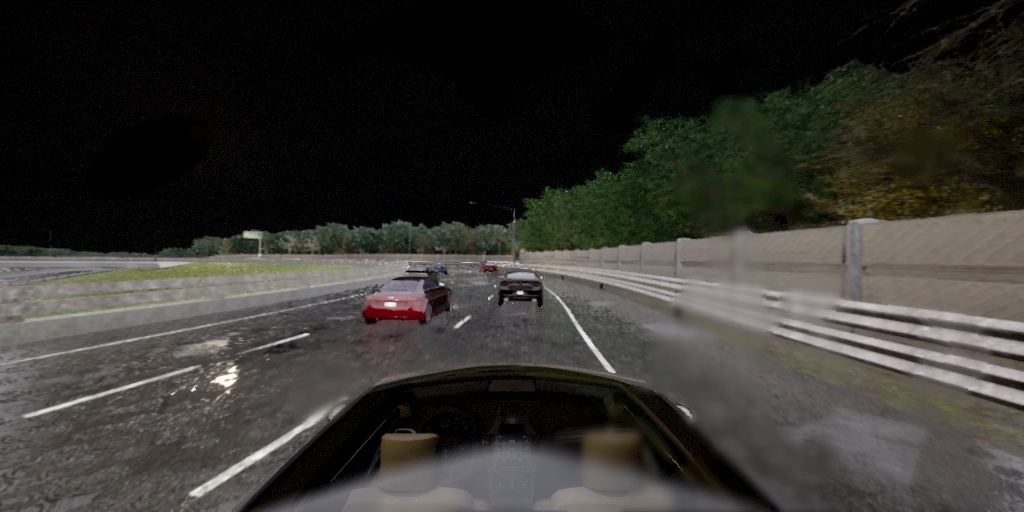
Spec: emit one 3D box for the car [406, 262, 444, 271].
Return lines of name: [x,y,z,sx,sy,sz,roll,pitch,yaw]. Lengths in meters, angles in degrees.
car: [-6.523,1.392,25.932,2.128,1.511,4.902,1,-1,-3]

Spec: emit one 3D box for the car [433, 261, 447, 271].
car: [-9.562,1.403,46.364,2.097,1.767,4.553,1,0,-14]

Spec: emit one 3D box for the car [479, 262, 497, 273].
car: [-3.400,1.627,50.232,1.882,1.535,5.008,1,-1,-16]

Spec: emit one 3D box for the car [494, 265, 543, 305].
car: [0.429,1.369,17.001,1.882,1.535,5.008,1,-1,2]

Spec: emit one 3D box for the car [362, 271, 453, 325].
car: [-3.349,1.374,12.234,1.994,1.385,4.181,1,-1,4]
